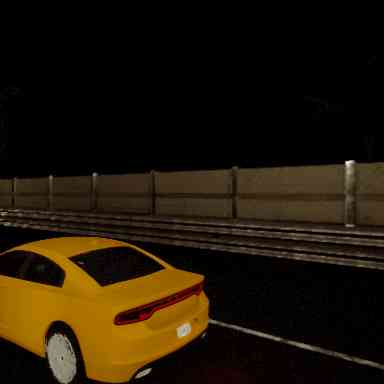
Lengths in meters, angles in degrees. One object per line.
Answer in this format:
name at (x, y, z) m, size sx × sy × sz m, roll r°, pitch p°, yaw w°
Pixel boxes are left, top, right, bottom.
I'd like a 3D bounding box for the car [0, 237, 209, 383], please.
car at (-2.107, 1.479, 5.370) m, size 5.008 × 1.535 × 1.882 m, roll 0°, pitch 0°, yaw 35°
